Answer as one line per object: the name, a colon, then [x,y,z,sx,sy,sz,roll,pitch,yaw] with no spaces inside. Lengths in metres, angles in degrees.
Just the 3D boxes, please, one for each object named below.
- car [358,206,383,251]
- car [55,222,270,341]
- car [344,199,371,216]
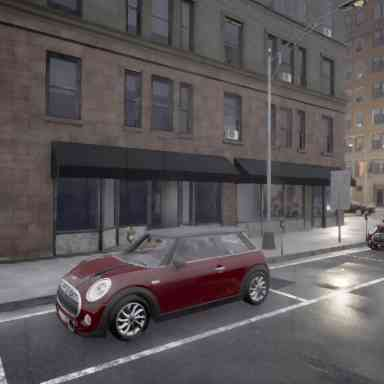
car: [8.530,1.445,12.801,4.097,1.590,1.967,0,0,-35]
car: [-0.429,1.441,6.441,4.097,1.590,1.967,0,0,-35]
car: [14.742,1.404,31.710,1.882,1.535,5.008,1,0,-37]
